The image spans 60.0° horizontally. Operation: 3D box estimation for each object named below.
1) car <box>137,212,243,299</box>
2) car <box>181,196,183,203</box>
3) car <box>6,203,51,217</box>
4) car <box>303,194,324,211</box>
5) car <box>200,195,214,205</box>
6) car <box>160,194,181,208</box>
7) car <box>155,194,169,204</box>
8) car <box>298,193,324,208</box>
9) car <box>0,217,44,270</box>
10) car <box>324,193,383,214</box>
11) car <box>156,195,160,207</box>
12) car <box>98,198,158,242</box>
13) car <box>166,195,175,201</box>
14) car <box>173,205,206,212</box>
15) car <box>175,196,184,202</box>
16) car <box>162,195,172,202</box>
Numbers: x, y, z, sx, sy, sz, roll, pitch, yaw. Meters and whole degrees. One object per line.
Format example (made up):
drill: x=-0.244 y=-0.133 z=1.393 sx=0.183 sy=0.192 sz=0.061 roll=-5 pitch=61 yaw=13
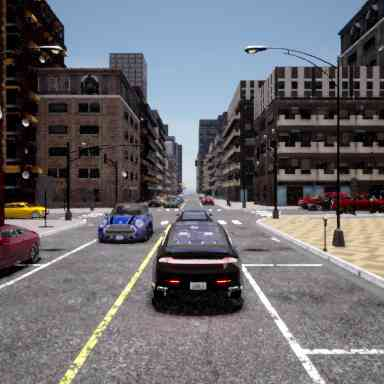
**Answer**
car: x=0.113 y=1.491 z=8.463 sx=2.128 sy=1.511 sz=4.902 roll=0 pitch=0 yaw=0
car: x=-3.008 y=1.620 z=58.161 sx=1.895 sy=1.301 sz=4.718 roll=0 pitch=0 yaw=0
car: x=-16.078 y=1.755 z=31.574 sx=5.008 sy=1.535 sz=1.882 roll=-1 pitch=0 yaw=-1
car: x=14.610 y=1.230 z=35.001 sx=4.674 sy=1.442 sz=1.812 roll=-1 pitch=0 yaw=0
car: x=2.760 y=1.458 z=56.955 sx=1.967 sy=1.590 sz=4.097 roll=0 pitch=0 yaw=0
car: x=-3.006 y=1.365 z=48.229 sx=2.097 sy=1.767 sz=4.553 roll=0 pitch=0 yaw=0
car: x=-5.613 y=1.337 z=62.646 sx=2.192 sy=1.841 sz=5.009 roll=0 pitch=0 yaw=0
car: x=14.606 y=1.015 z=37.572 sx=5.009 sy=1.841 sz=2.192 roll=-1 pitch=1 yaw=0
car: x=-5.730 y=1.582 z=9.258 sx=1.802 sy=1.307 sz=4.206 roll=0 pitch=0 yaw=0
car: x=14.730 y=1.029 z=29.193 sx=5.009 sy=1.841 sz=2.192 roll=-1 pitch=1 yaw=0
car: x=-5.627 y=1.581 z=51.281 sx=1.947 sy=1.339 sz=4.313 roll=0 pitch=0 yaw=0
car: x=-3.093 y=1.351 z=16.364 sx=2.097 sy=1.767 sz=4.553 roll=0 pitch=0 yaw=0
car: x=-5.585 y=1.481 z=85.377 sx=1.967 sy=1.590 sz=4.097 roll=0 pitch=0 yaw=0
car: x=0.120 y=1.565 z=17.078 sx=1.994 sy=1.385 sz=4.181 roll=0 pitch=0 yaw=0
car: x=-2.902 y=1.572 z=79.098 sx=2.033 sy=1.411 sz=5.357 roll=0 pitch=0 yaw=0
car: x=-5.599 y=1.471 z=74.011 sx=1.967 sy=1.590 sz=4.097 roll=0 pitch=0 yaw=0
